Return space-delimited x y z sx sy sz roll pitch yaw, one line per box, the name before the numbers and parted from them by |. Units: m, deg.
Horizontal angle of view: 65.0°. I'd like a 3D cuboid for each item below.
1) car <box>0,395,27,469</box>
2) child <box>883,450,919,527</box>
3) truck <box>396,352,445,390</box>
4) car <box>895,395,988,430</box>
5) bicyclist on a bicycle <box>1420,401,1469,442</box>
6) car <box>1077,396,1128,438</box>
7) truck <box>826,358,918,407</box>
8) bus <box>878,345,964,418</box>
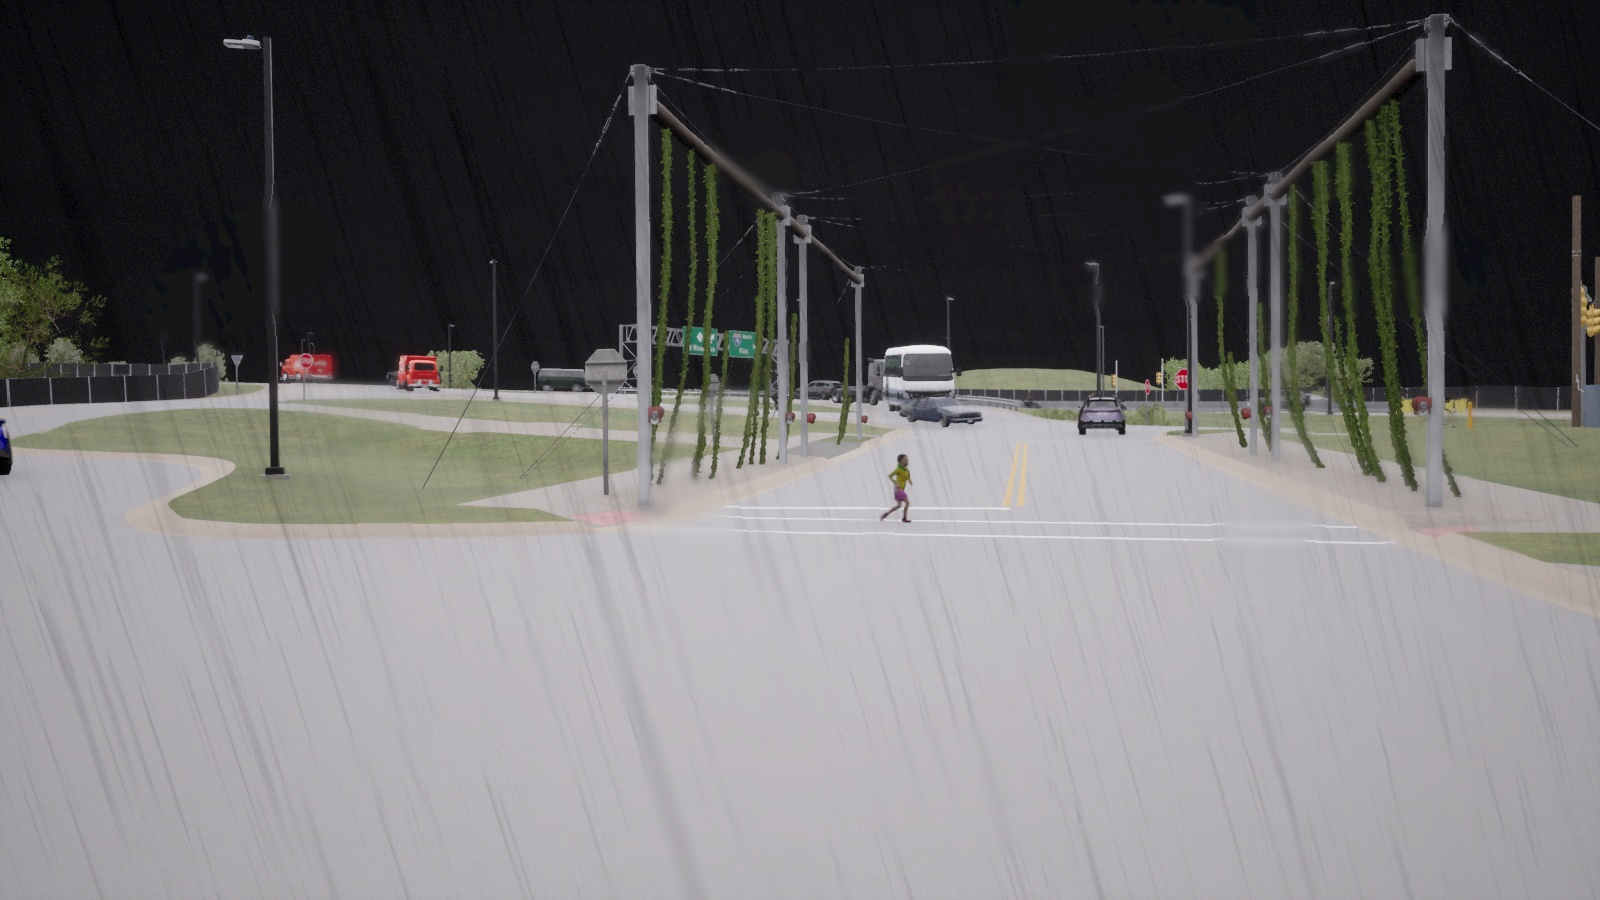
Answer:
car | -18.557 -0.423 27.155 4.514 1.525 2.007 3 4 43
child | 1.544 0.577 19.226 0.473 1.160 0.299 0 1 22
truck | -26.649 -5.545 88.038 2.627 2.467 5.204 1 4 -24
car | 7.182 -1.969 64.315 2.033 1.411 5.357 -4 7 -28
bicyclist on a bicycle | 26.380 -1.160 51.436 1.656 1.620 0.582 3 3 35
car | 13.017 -1.455 54.254 2.033 1.649 4.856 0 3 12
truck | 5.270 -5.085 93.755 2.891 3.462 7.936 -1 5 -30
bus | 7.447 -4.376 78.879 3.944 4.253 10.273 0 4 -3
